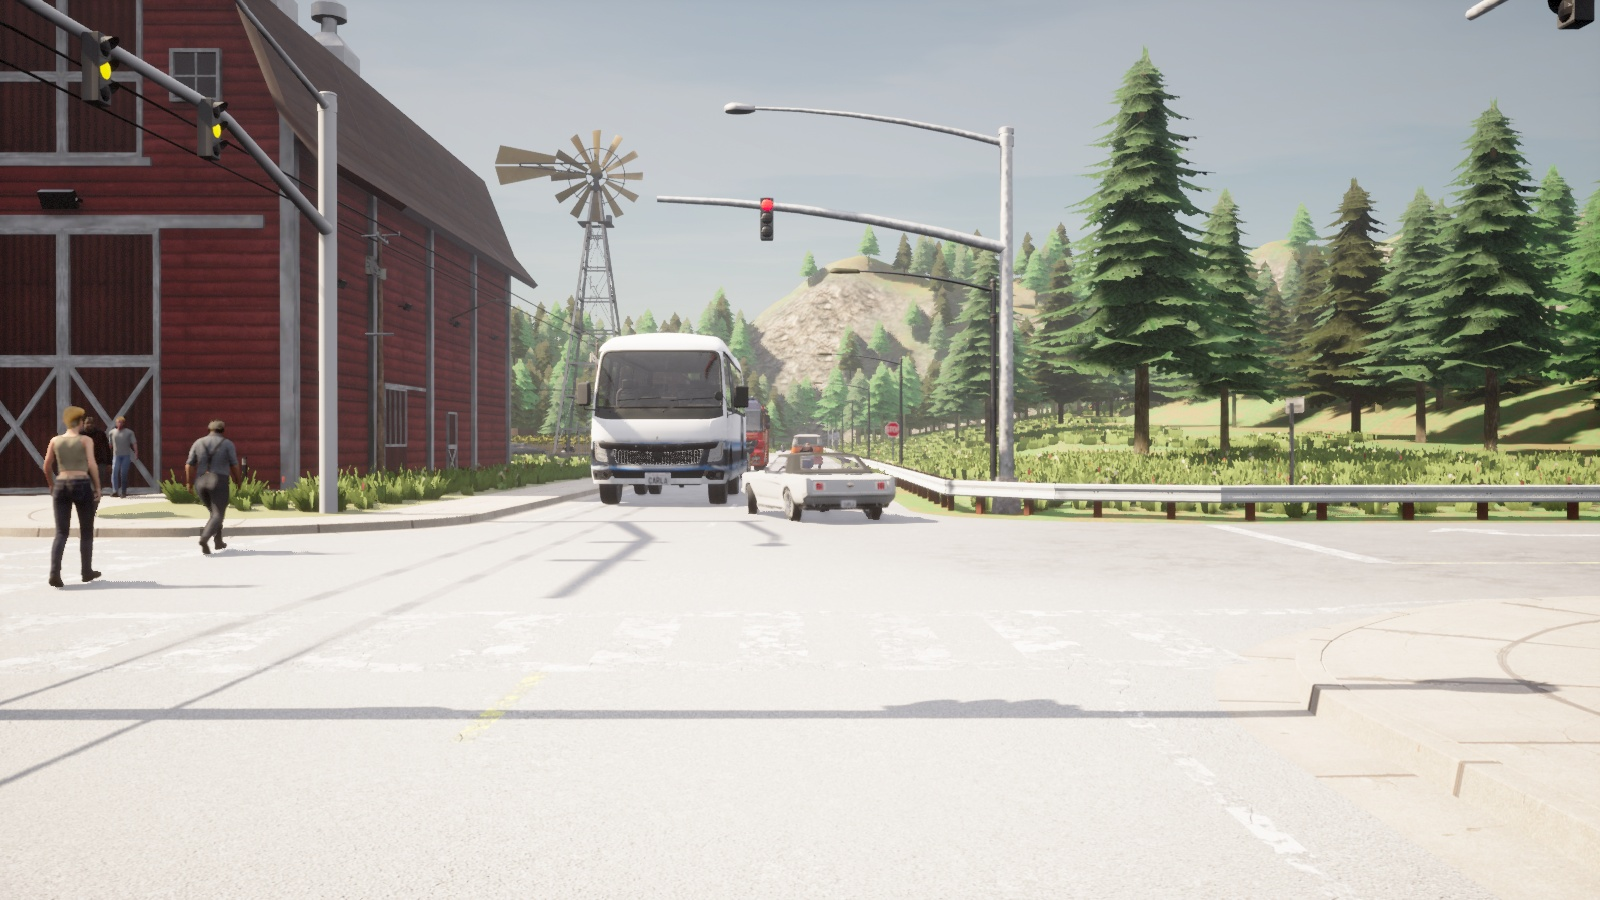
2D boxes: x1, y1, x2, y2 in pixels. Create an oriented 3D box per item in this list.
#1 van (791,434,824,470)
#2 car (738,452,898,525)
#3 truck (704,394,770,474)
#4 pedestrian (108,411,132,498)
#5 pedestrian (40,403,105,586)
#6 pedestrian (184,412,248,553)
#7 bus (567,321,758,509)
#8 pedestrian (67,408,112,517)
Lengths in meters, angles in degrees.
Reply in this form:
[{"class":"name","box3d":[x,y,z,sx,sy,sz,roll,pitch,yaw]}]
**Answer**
[{"class":"van","box3d":[0.425,0.098,71.179,1.775,1.987,4.442,0,0,0]},{"class":"car","box3d":[0.232,0.700,25.376,1.895,1.301,4.718,0,0,-17]},{"class":"truck","box3d":[-3.115,-0.782,64.074,2.891,3.827,8.468,0,0,0]},{"class":"pedestrian","box3d":[-14.717,0.094,27.186,0.354,1.836,0.706,0,0,-19]},{"class":"pedestrian","box3d":[-7.475,0.443,12.917,0.345,1.836,0.594,0,0,-5]},{"class":"pedestrian","box3d":[-7.814,0.421,16.826,0.540,1.848,0.694,0,0,-1]},{"class":"bus","box3d":[-3.290,-0.823,33.683,3.944,4.253,10.273,0,0,0]},{"class":"pedestrian","box3d":[-12.424,0.209,21.952,0.634,1.844,0.899,0,0,-33]}]
